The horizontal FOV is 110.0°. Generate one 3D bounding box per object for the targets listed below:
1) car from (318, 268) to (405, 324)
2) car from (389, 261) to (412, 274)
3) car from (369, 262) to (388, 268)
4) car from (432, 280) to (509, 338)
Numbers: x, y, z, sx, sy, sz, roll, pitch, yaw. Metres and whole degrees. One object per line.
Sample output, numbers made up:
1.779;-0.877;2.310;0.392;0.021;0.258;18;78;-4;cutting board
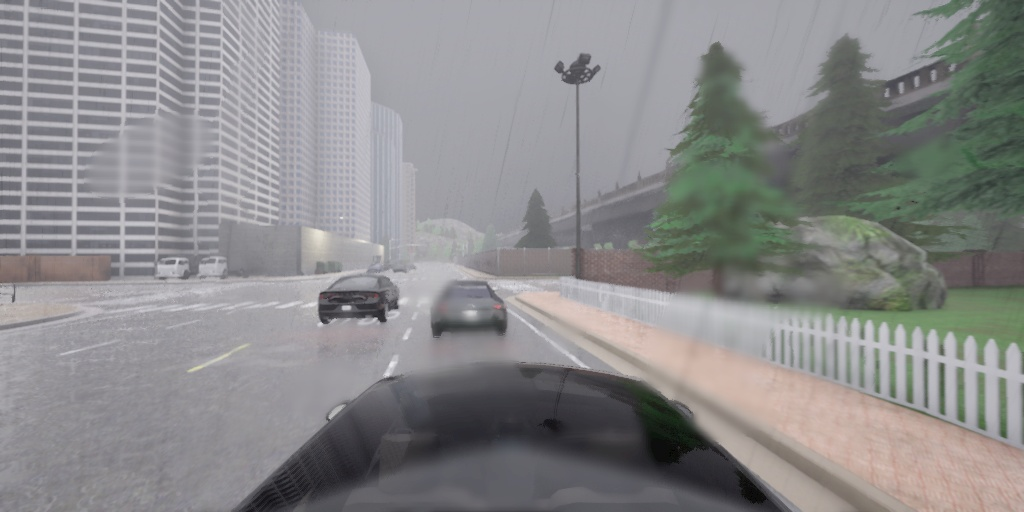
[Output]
-5.162;1.359;12.686;1.882;1.535;5.008;0;-1;-10;car
-16.860;1.906;54.422;2.033;1.411;5.357;0;-1;-11;car
-20.253;1.885;53.527;1.812;1.442;4.674;0;-1;-11;car
-1.307;1.412;10.687;1.994;1.385;4.181;0;-1;-9;car
